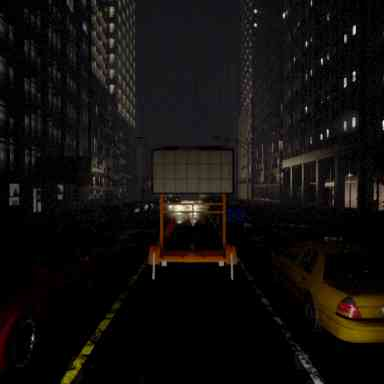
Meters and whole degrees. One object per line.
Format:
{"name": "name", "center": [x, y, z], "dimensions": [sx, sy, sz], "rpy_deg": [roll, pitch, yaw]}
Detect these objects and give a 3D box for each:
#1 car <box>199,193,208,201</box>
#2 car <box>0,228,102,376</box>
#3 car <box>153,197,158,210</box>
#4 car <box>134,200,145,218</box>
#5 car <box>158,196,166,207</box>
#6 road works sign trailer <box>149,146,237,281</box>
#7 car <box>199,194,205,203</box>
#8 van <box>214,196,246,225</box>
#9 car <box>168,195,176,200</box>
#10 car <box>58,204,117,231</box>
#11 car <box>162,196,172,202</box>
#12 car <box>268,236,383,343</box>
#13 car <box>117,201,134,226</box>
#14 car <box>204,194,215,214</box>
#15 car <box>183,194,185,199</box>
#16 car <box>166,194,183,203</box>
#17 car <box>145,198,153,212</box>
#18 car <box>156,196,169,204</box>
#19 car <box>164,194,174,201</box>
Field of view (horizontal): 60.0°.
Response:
{"name": "car", "center": [2.858, 1.293, 86.002], "dimensions": [2.192, 1.841, 5.009], "rpy_deg": [-1, 0, 0]}
{"name": "car", "center": [-3.091, 1.562, 5.445], "dimensions": [1.994, 1.385, 4.181], "rpy_deg": [0, 0, 0]}
{"name": "car", "center": [-5.614, 1.573, 40.550], "dimensions": [1.802, 1.307, 4.206], "rpy_deg": [-1, 0, 0]}
{"name": "car", "center": [-5.637, 1.538, 29.183], "dimensions": [1.887, 1.381, 4.507], "rpy_deg": [-1, 0, 0]}
{"name": "car", "center": [-5.591, 1.539, 51.917], "dimensions": [2.008, 1.369, 4.403], "rpy_deg": [-1, 0, 0]}
{"name": "road works sign trailer", "center": [0.025, 0.462, 9.840], "dimensions": [2.380, 3.560, 2.880], "rpy_deg": [0, 0, 0]}
{"name": "car", "center": [2.814, 1.536, 63.267], "dimensions": [2.008, 1.369, 4.403], "rpy_deg": [-1, 0, 0]}
{"name": "van", "center": [2.729, 1.336, 23.481], "dimensions": [1.690, 1.788, 3.998], "rpy_deg": [-1, 0, 0]}
{"name": "car", "center": [-5.508, 1.502, 91.533], "dimensions": [1.752, 1.417, 4.829], "rpy_deg": [-1, 0, 0]}
{"name": "car", "center": [-5.661, 1.547, 17.815], "dimensions": [2.008, 1.369, 4.403], "rpy_deg": [-1, 0, 0]}
{"name": "car", "center": [-5.543, 1.564, 74.651], "dimensions": [1.802, 1.307, 4.206], "rpy_deg": [-1, 0, 0]}
{"name": "car", "center": [2.696, 1.524, 6.600], "dimensions": [1.752, 1.417, 4.829], "rpy_deg": [-1, 0, 0]}
{"name": "car", "center": [-5.649, 1.560, 23.499], "dimensions": [1.947, 1.339, 4.313], "rpy_deg": [-1, 0, 0]}
{"name": "car", "center": [2.752, 1.307, 34.849], "dimensions": [2.192, 1.841, 5.009], "rpy_deg": [-1, 0, 0]}
{"name": "car", "center": [-2.814, 1.394, 89.842], "dimensions": [1.837, 1.490, 4.892], "rpy_deg": [0, 0, 0]}
{"name": "car", "center": [-2.922, 1.492, 57.170], "dimensions": [1.837, 1.490, 4.892], "rpy_deg": [0, 0, 1]}
{"name": "car", "center": [-5.626, 1.543, 34.866], "dimensions": [2.008, 1.369, 4.403], "rpy_deg": [-1, 0, 0]}
{"name": "car", "center": [-5.567, 1.536, 63.284], "dimensions": [2.008, 1.369, 4.403], "rpy_deg": [-1, 0, 0]}
{"name": "car", "center": [-5.532, 1.420, 80.335], "dimensions": [1.967, 1.590, 4.097], "rpy_deg": [-1, 0, 0]}
